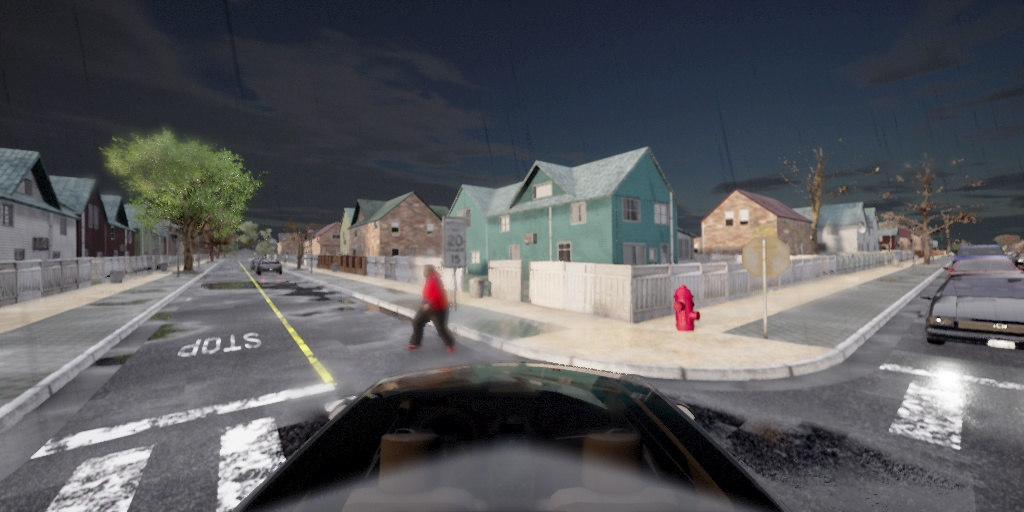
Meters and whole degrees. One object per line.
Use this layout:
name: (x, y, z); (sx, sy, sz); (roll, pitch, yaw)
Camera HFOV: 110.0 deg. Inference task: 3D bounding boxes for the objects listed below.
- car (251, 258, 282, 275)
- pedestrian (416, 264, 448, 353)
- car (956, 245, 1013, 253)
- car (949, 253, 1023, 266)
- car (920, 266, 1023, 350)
car: (-22.823, 0.956, 33.621); (2.128, 1.511, 4.902); (0, 1, -38)
pedestrian: (-1.559, 0.995, 7.021); (0.375, 1.860, 0.375); (1, -2, -38)
car: (29.511, 0.325, 22.630); (5.566, 2.045, 2.150); (-2, 0, -38)
car: (19.582, 0.813, 14.908); (5.008, 1.535, 1.882); (-1, 0, -38)
car: (10.644, 1.101, 7.935); (5.357, 1.411, 2.033); (-1, 0, -38)
